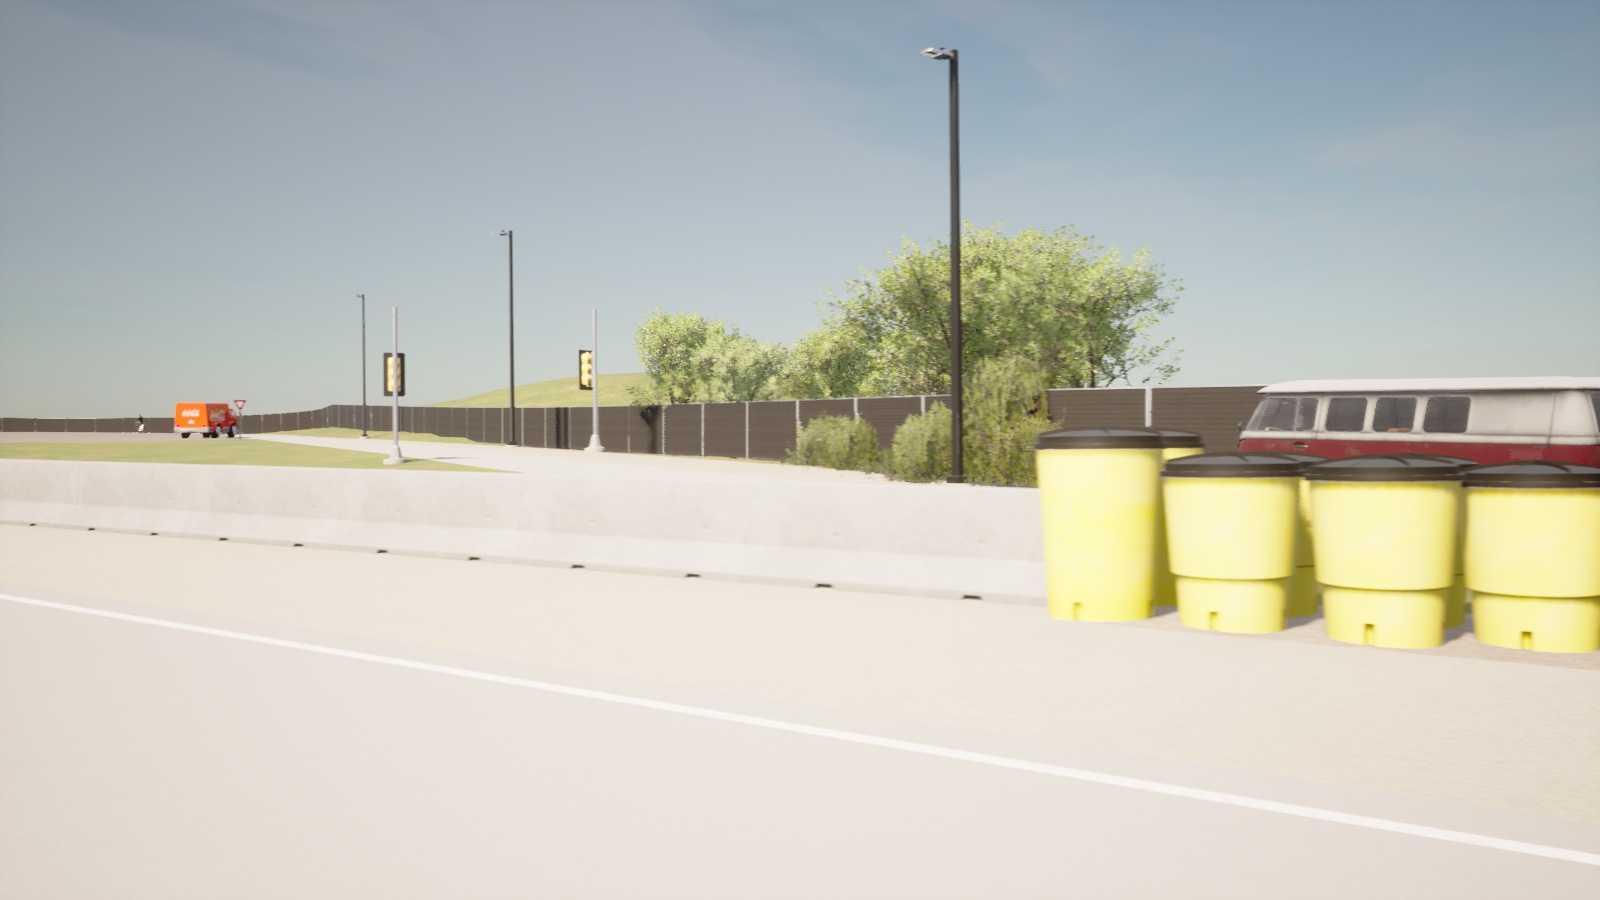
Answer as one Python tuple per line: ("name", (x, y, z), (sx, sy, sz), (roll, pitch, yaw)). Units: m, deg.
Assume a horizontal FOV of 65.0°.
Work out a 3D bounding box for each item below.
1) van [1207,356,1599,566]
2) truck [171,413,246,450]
("van", (7.037, 0.048, 14.214), (1.775, 1.987, 4.442), (-2, 2, -35))
("truck", (-41.626, -1.322, 88.540), (2.627, 2.467, 5.204), (-1, 1, 1))
